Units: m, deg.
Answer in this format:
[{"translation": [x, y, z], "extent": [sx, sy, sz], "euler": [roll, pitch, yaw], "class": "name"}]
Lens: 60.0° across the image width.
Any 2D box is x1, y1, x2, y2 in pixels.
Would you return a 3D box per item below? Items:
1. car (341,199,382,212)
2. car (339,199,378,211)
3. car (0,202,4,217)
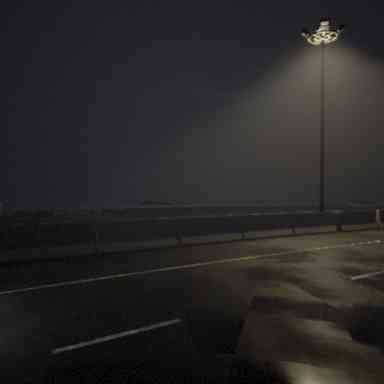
[{"translation": [19.688, 1.615, 38.234], "extent": [4.674, 1.442, 1.812], "euler": [0, 0, -22], "class": "car"}, {"translation": [21.363, 1.623, 42.671], "extent": [4.674, 1.442, 1.812], "euler": [0, 0, -21], "class": "car"}, {"translation": [-15.985, 1.154, 22.589], "extent": [5.566, 2.045, 2.150], "euler": [1, 0, -35], "class": "car"}]
